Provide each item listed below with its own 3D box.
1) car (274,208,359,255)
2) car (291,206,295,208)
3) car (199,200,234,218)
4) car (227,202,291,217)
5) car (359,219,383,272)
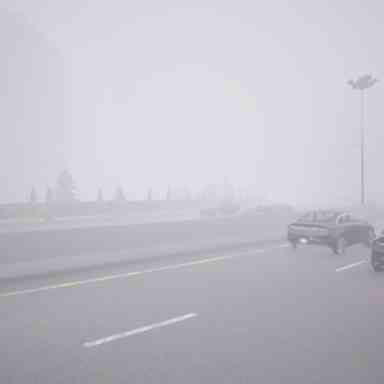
[{"bbox_3d":[5.713,1.509,13.418,4.902,1.511,2.128,0,0,-43],"label":"car"},{"bbox_3d":[8.157,1.654,31.788,1.895,1.301,4.718,0,0,38],"label":"car"},{"bbox_3d":[2.684,1.543,30.683,1.882,1.535,5.008,0,0,40],"label":"car"},{"bbox_3d":[4.615,1.605,22.426,1.994,1.385,4.181,0,0,43],"label":"car"},{"bbox_3d":[6.928,1.511,9.788,4.892,1.490,1.837,0,0,-42],"label":"car"}]
